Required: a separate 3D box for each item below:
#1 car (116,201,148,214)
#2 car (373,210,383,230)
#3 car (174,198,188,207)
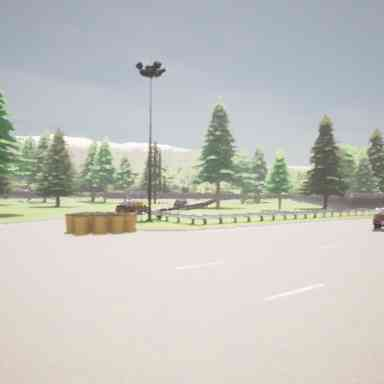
[{"bbox_3d":[-6.082,1.644,34.770,1.882,1.535,5.008,1,0,16],"label":"car"},{"bbox_3d":[13.872,1.790,22.244,4.674,1.442,1.812,1,0,-35],"label":"car"},{"bbox_3d":[-1.773,1.832,55.872,2.128,1.511,4.902,1,0,7],"label":"car"}]
